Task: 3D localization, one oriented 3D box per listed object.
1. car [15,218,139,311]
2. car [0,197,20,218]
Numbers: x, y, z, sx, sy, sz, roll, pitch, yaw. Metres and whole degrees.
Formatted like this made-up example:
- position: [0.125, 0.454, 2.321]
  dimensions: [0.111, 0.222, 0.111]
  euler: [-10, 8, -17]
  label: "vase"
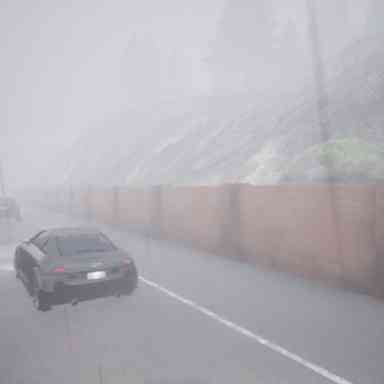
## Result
- position: [-2.887, 1.498, 7.834]
  dimensions: [1.994, 1.385, 4.181]
  euler: [0, 1, -34]
  label: "car"
- position: [-13.885, 1.146, 24.174]
  dimensions: [2.097, 1.767, 4.553]
  euler: [0, 1, -34]
  label: "car"
